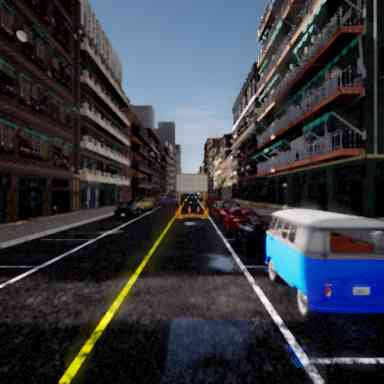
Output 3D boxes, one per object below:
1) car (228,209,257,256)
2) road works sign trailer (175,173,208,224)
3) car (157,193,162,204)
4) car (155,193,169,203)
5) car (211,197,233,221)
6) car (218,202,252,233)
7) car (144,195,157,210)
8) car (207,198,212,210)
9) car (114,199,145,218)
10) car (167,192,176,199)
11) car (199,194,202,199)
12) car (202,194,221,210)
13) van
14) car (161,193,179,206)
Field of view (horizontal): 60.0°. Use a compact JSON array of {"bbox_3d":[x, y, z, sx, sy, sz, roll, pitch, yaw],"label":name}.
[{"bbox_3d":[2.689,1.536,12.763,1.947,1.339,4.313,0,0,0],"label":"car"},{"bbox_3d":[-0.003,0.406,24.165,2.380,3.560,2.880,0,0,0],"label":"road works sign trailer"},{"bbox_3d":[-5.697,1.290,57.857,1.967,1.590,4.097,0,0,0],"label":"car"},{"bbox_3d":[-5.697,1.149,63.493,2.192,1.841,5.009,0,0,0],"label":"car"},{"bbox_3d":[2.688,1.382,24.036,1.967,1.590,4.097,0,0,0],"label":"car"},{"bbox_3d":[2.689,1.501,18.399,1.887,1.381,4.507,0,0,0],"label":"car"},{"bbox_3d":[-5.695,1.423,40.777,1.752,1.417,4.829,0,0,0],"label":"car"},{"bbox_3d":[2.688,1.478,29.672,2.008,1.369,4.403,0,0,0],"label":"car"},{"bbox_3d":[-5.693,1.493,29.674,1.947,1.339,4.313,0,0,0],"label":"car"},{"bbox_3d":[-5.700,1.066,91.675,2.192,1.841,5.009,0,0,0],"label":"car"},{"bbox_3d":[2.679,1.276,91.842,1.752,1.417,4.829,0,0,0],"label":"car"},{"bbox_3d":[2.687,1.212,40.944,2.192,1.841,5.009,0,0,0],"label":"car"},{"bbox_3d":[2.691,1.324,7.126,1.690,1.788,3.998,0,0,0],"label":"van"},{"bbox_3d":[-3.085,1.222,50.801,2.097,1.767,4.553,0,0,0],"label":"car"}]
